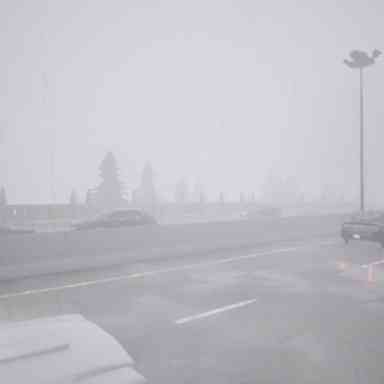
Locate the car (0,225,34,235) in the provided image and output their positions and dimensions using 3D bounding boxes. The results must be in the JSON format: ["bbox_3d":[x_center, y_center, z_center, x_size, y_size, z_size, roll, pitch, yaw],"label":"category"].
[{"bbox_3d":[-8.125,1.620,11.159,5.357,1.411,2.033,1,-1,-35],"label":"car"}]

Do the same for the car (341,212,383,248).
[{"bbox_3d":[8.769,1.670,15.474,4.902,1.511,2.128,1,-1,-40],"label":"car"}]

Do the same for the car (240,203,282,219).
[{"bbox_3d":[6.714,1.829,32.209,4.902,1.511,2.128,1,-1,-40],"label":"car"}]

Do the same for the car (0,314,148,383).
[{"bbox_3d":[-2.596,1.611,2.024,4.718,1.301,1.895,1,-1,-35],"label":"car"}]

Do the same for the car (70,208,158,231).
[{"bbox_3d":[-4.241,1.669,18.568,4.892,1.490,1.837,1,-1,-39],"label":"car"}]
